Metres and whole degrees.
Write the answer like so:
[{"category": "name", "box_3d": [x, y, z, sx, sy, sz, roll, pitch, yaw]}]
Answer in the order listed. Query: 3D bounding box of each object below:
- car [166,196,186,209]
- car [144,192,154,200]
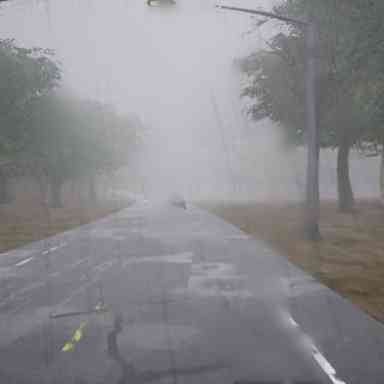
[{"category": "car", "box_3d": [-2.015, 1.308, 44.352, 2.097, 1.767, 4.553, 0, 0, -5]}, {"category": "car", "box_3d": [-11.199, 1.075, 85.998, 2.150, 2.045, 5.566, 0, 0, -10]}]
